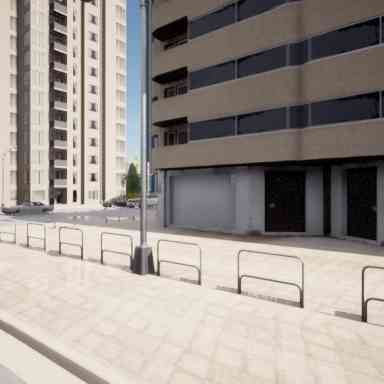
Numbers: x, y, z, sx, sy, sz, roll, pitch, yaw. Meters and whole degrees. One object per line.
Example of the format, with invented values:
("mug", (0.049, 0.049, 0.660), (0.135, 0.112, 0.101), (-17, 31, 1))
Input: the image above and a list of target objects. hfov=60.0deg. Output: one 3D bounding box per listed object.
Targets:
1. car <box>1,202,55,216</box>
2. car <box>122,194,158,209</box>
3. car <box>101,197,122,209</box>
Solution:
("car", (-16.767, 1.656, 34.075), (1.895, 1.301, 4.718), (0, 0, 38))
("car", (-6.559, 1.278, 46.843), (2.150, 2.045, 5.566), (0, 0, 39))
("car", (-10.587, 1.561, 47.424), (1.837, 1.490, 4.892), (0, -1, 39))
